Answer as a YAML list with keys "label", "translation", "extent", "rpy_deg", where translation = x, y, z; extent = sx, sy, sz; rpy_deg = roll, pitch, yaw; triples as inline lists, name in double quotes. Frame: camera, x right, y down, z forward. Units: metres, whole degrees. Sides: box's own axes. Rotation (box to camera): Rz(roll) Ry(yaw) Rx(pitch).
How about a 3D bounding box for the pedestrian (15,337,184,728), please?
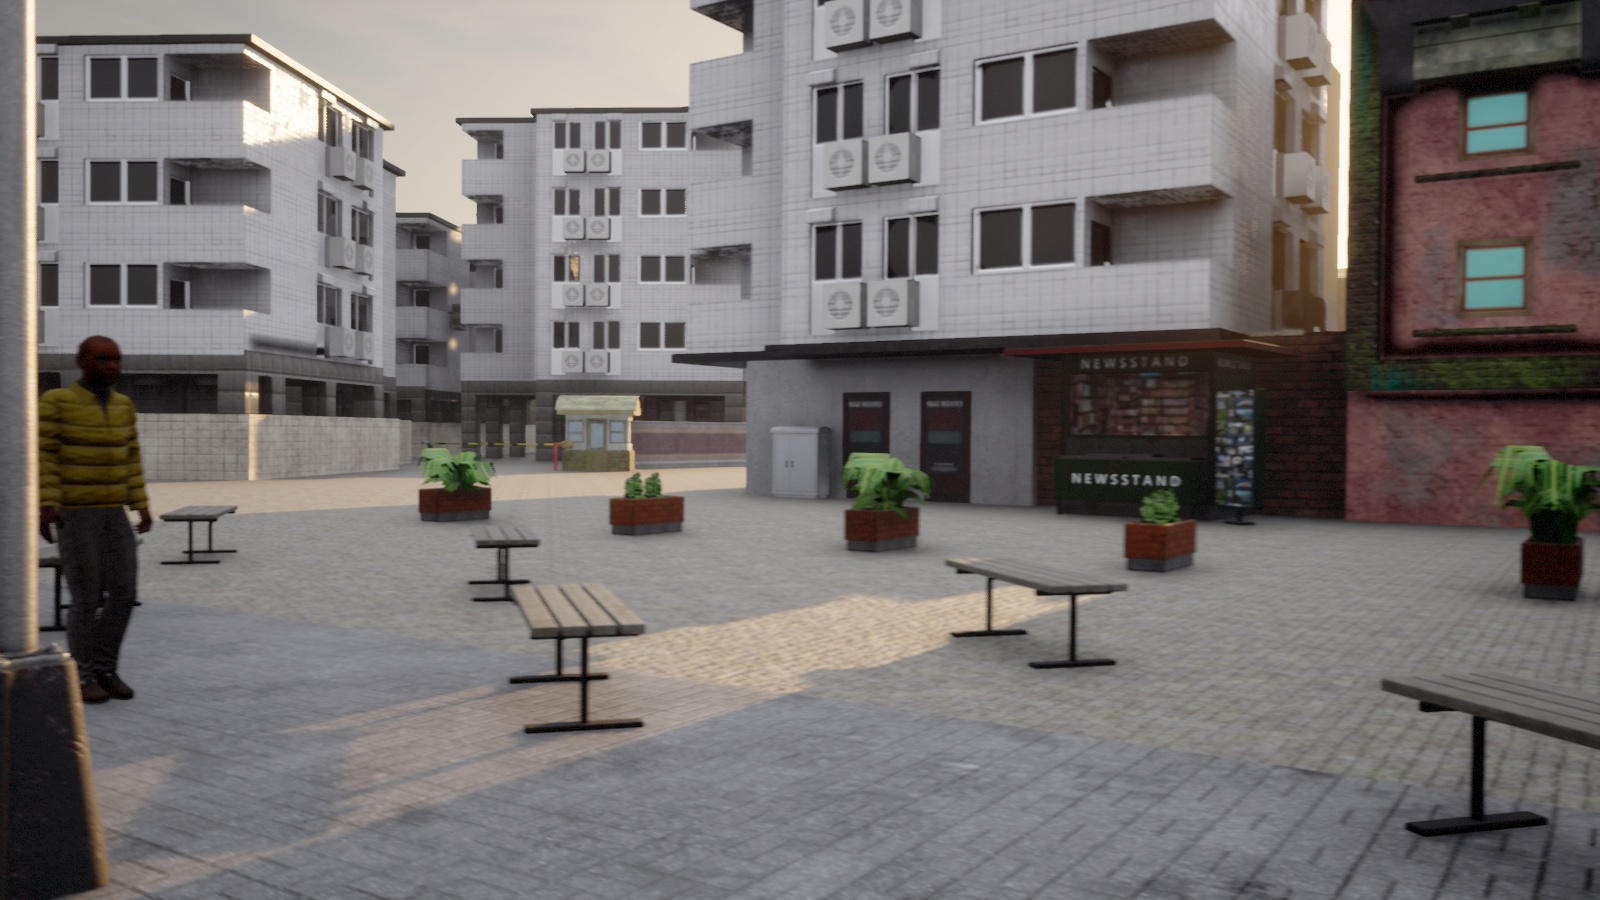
- label: "pedestrian"
  translation: [-3.469, 0.388, 6.220]
  extent: [0.726, 1.835, 0.370]
  rpy_deg: [0, 1, 28]
